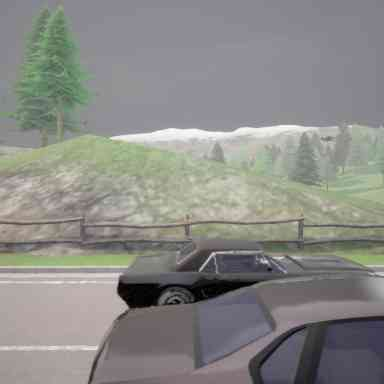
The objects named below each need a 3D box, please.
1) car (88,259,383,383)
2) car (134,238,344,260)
[{"bbox_3d":[1.745,1.548,2.985,5.357,1.411,2.033,0,0,-1],"label":"car"},{"bbox_3d":[1.071,1.601,6.474,4.718,1.301,1.895,0,0,-1],"label":"car"}]
